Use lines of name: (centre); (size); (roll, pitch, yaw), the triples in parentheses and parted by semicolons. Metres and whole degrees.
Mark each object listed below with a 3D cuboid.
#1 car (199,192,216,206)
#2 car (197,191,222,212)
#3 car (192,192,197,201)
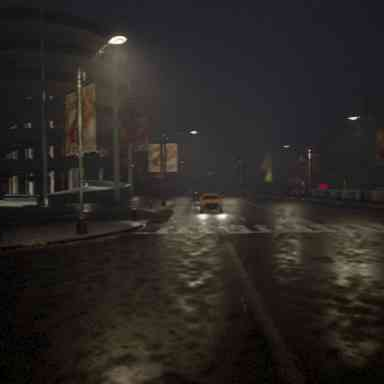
car: (1.776, 0.760, 39.102); (1.837, 1.490, 4.892); (-1, 1, 1)
car: (1.619, 0.908, 29.648); (1.882, 1.535, 5.008); (-1, 1, 1)
car: (1.150, 0.616, 49.691); (2.033, 1.411, 5.357); (-1, 1, -9)
